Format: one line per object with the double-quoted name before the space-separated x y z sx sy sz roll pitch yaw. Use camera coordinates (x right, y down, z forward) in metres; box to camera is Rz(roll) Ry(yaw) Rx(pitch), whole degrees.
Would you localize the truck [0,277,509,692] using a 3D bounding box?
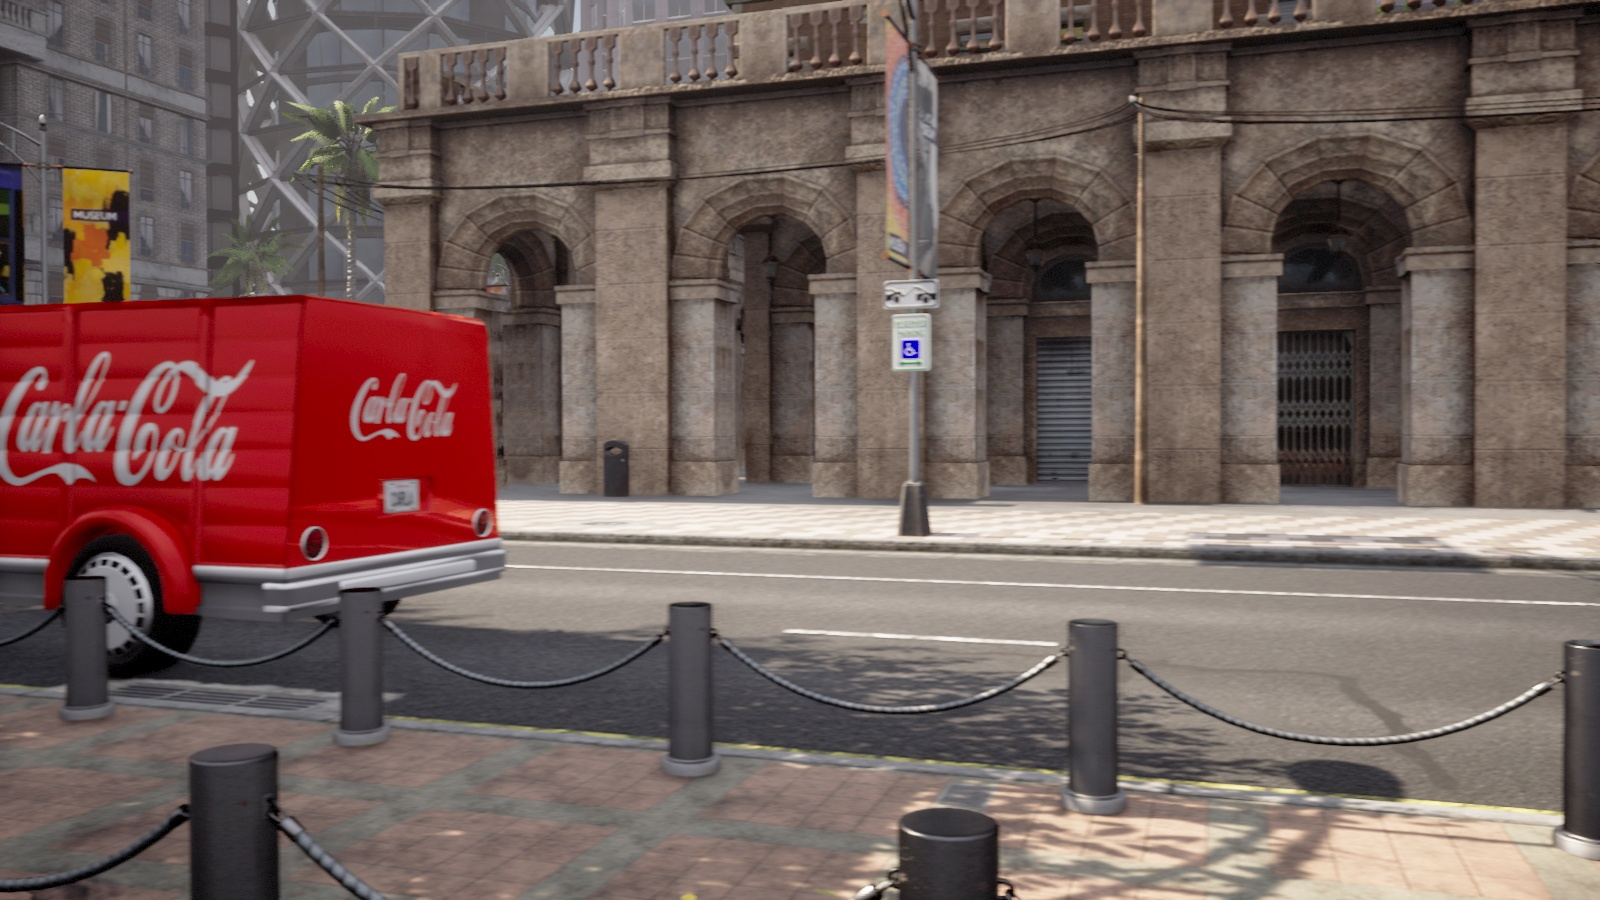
"truck" -5.194 0.167 9.570 5.204 2.467 2.627 1 1 20
